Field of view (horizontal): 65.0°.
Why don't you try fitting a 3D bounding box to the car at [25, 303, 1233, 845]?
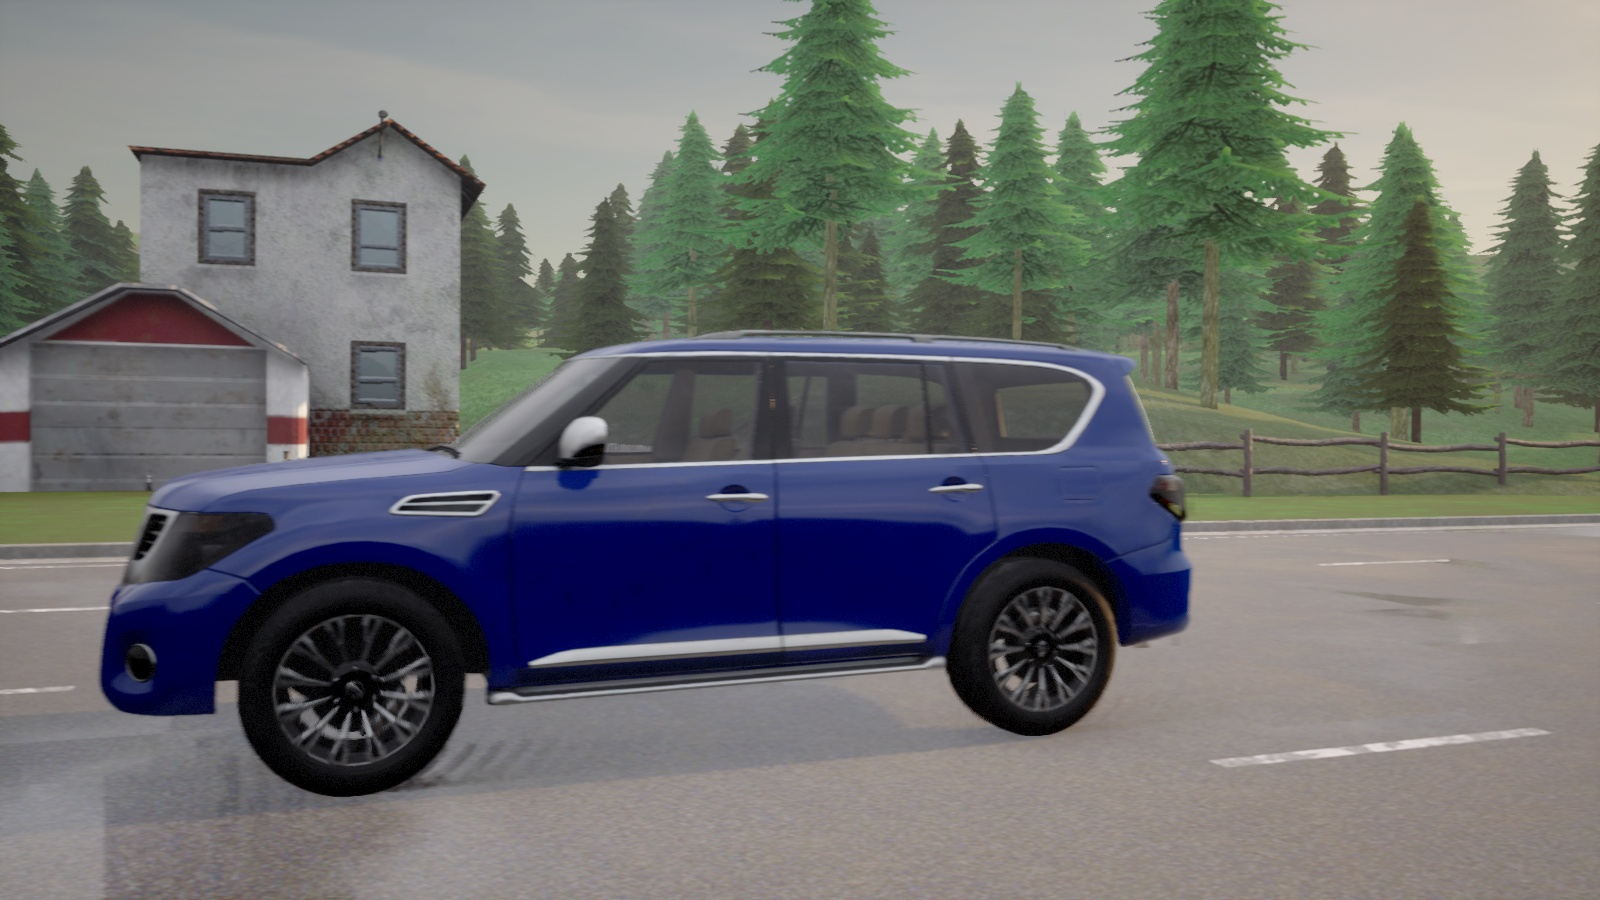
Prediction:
[{"bbox_3d":[-0.679,0.415,6.721,5.566,2.045,2.150,-1,1,-21],"label":"car"}]
